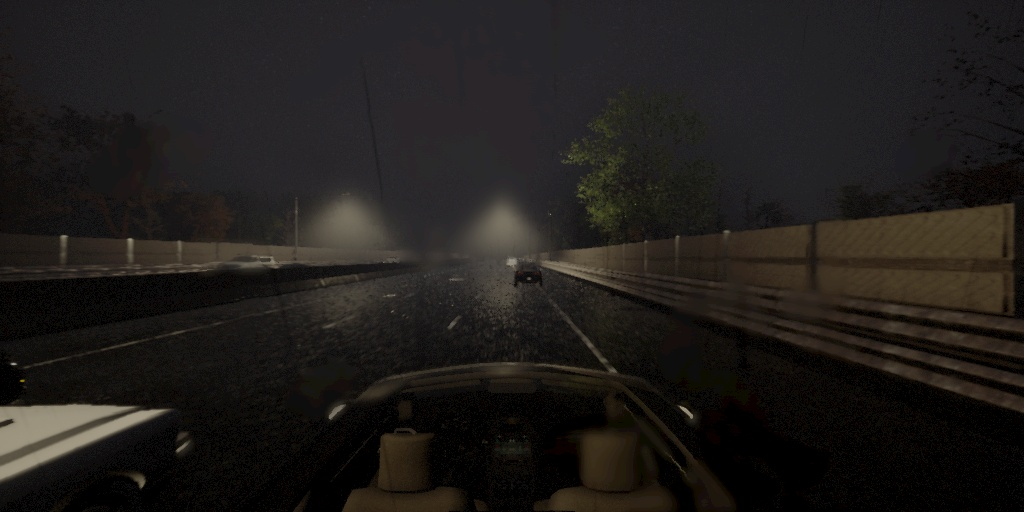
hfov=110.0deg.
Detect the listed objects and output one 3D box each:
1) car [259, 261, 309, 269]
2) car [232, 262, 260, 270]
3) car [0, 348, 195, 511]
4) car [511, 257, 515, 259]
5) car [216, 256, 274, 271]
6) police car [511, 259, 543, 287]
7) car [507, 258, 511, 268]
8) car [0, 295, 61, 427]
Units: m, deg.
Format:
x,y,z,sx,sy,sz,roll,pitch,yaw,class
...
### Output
x,y,z,sx,sy,sz,roll,pitch,yaw,class
-17.571,1.312,28.805,1.812,1.442,4.674,0,0,0,car
-21.062,1.390,30.850,1.895,1.301,4.718,0,0,0,car
-3.400,1.350,0.607,1.895,1.301,4.718,0,0,0,car
1.067,1.257,40.939,1.801,1.575,5.366,0,0,0,car
-24.551,1.014,33.462,2.150,2.045,5.566,0,0,0,car
1.060,1.204,24.858,1.930,1.638,5.238,0,0,0,police car
0.032,1.434,61.377,1.895,1.301,4.718,0,0,0,car
-6.901,1.256,2.312,1.837,1.490,4.892,0,0,0,car
